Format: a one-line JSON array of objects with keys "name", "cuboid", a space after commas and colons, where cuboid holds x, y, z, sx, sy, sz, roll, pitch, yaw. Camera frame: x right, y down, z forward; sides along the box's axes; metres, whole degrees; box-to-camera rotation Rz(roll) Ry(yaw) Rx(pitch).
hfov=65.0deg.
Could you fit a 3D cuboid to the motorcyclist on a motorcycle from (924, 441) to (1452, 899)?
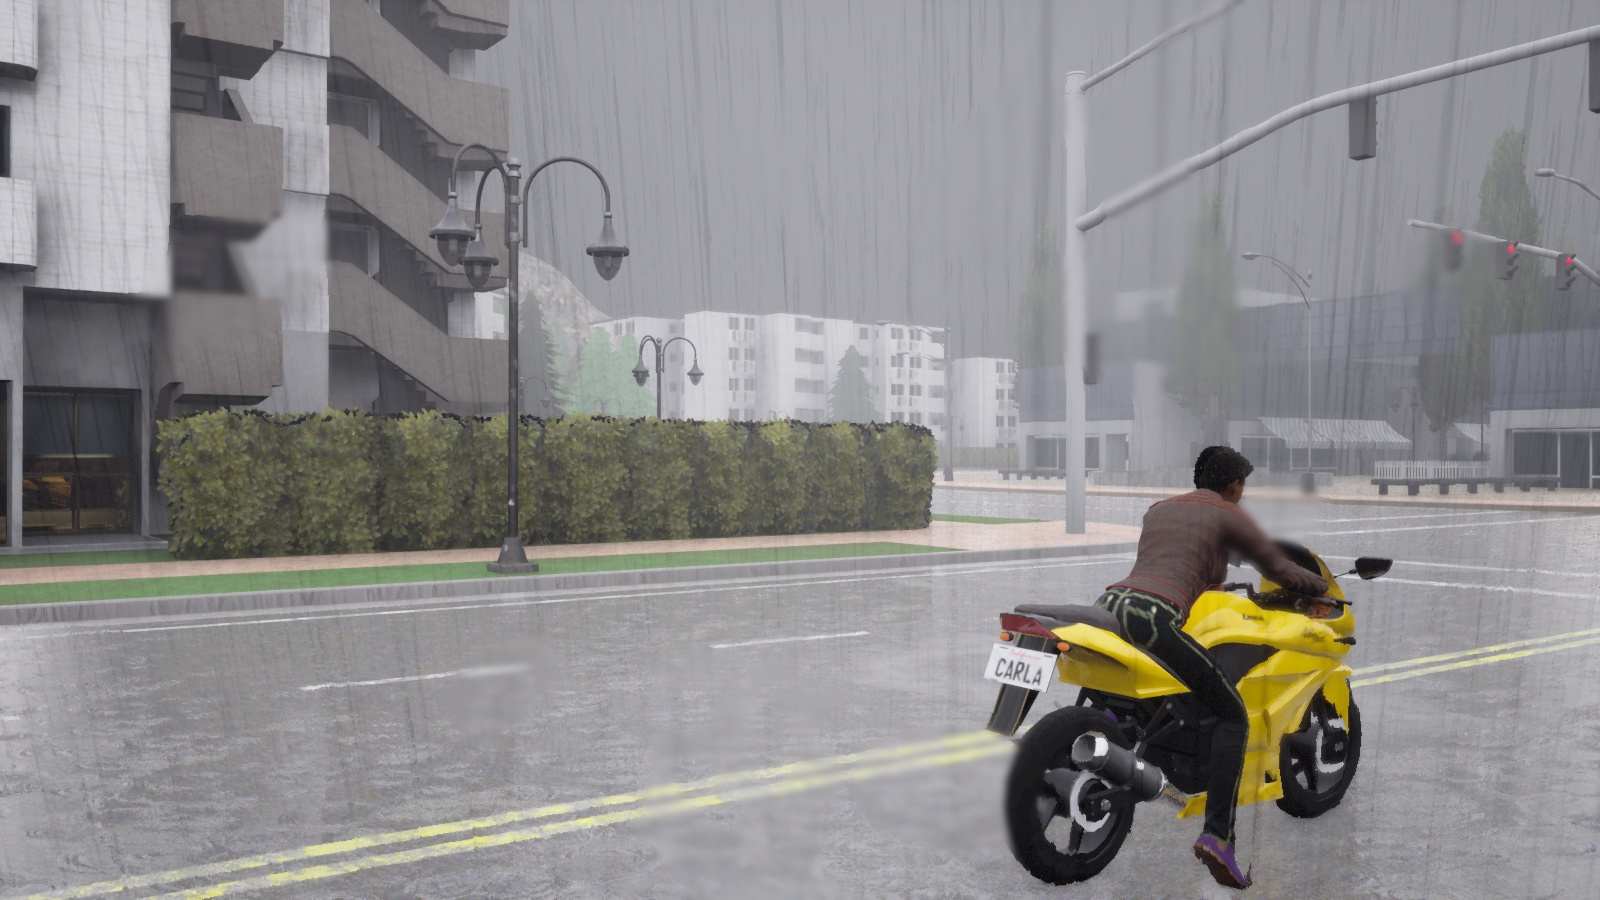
[{"name": "motorcyclist on a motorcycle", "cuboid": [1.507, 0.735, 4.703, 2.044, 1.523, 0.797, 0, 0, -35]}]
